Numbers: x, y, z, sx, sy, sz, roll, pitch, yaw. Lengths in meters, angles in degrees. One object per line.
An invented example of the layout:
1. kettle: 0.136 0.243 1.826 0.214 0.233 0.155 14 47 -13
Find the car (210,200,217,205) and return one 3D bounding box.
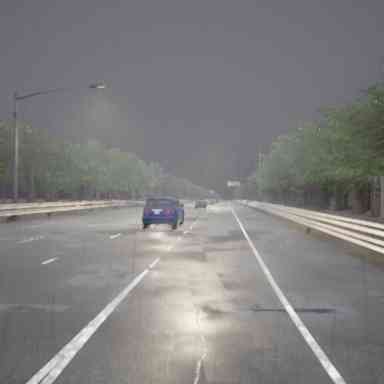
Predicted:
1. car: 5.197 2.930 93.495 1.994 1.385 4.181 0 -1 6

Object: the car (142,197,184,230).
1. car: -1.851 1.386 22.747 2.150 2.045 5.566 0 0 5

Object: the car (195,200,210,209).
1. car: 1.644 2.143 58.511 1.837 1.490 4.892 0 -1 6
